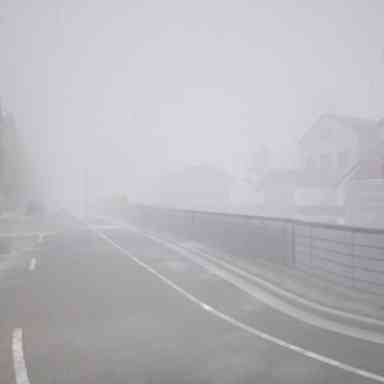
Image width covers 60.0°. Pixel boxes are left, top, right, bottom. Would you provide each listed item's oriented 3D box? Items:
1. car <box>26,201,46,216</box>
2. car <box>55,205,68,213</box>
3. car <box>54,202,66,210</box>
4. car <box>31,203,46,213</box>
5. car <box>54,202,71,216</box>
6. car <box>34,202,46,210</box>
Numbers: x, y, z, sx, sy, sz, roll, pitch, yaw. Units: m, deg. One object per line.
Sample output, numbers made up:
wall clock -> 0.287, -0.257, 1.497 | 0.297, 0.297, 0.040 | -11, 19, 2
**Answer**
car -> -21.507, 2.195, 45.709 | 2.150, 2.045, 5.566 | 1, -2, -22
car -> -22.422, 2.839, 57.008 | 1.895, 1.301, 4.718 | 1, -1, -22
car -> -25.838, 2.730, 65.071 | 1.994, 1.385, 4.181 | 1, -1, -22
car -> -25.612, 2.678, 55.565 | 2.128, 1.511, 4.902 | 1, -1, -22
car -> -18.221, 2.547, 46.907 | 1.812, 1.442, 4.674 | 1, -1, -22
car -> -29.072, 2.680, 63.733 | 1.994, 1.385, 4.181 | 1, -1, -22
